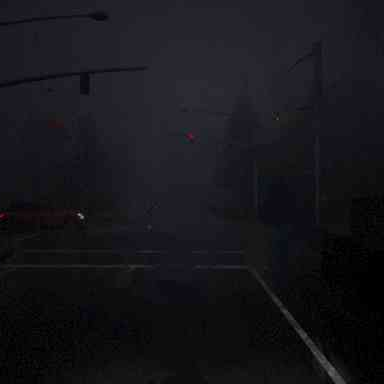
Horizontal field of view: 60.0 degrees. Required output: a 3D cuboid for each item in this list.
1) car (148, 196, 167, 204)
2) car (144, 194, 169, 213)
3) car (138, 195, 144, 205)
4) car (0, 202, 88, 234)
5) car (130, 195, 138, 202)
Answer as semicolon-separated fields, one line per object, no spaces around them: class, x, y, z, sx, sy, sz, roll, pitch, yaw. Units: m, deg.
car;-6.724;1.547;64.768;2.033;1.411;5.357;0;0;-26
car;-3.753;1.221;37.172;2.150;2.045;5.566;0;0;-2
car;-7.421;1.505;57.082;1.837;1.490;4.892;0;0;-21
car;-8.279;1.351;18.908;4.553;1.767;2.097;0;0;-16
car;-12.428;1.433;73.166;5.008;1.535;1.882;0;0;42
